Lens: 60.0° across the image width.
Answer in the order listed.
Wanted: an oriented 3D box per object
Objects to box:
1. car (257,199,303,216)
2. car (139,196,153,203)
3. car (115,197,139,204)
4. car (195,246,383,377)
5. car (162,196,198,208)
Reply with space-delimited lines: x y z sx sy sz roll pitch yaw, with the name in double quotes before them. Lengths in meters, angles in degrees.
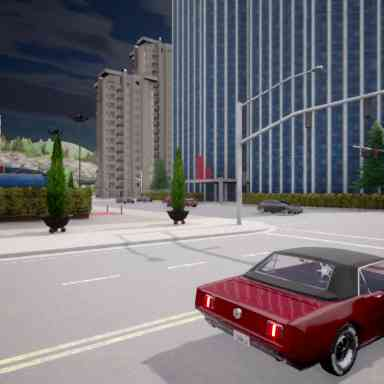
"car" 8.606 1.505 32.781 1.837 1.490 4.892 0 0 -36
"car" -10.155 1.511 70.722 2.128 1.511 4.902 0 0 -36
"car" -12.568 1.560 62.069 2.033 1.411 5.357 0 0 -36
"car" 2.459 1.601 5.564 4.718 1.301 1.895 0 0 -35
"car" -1.453 1.224 46.613 2.150 2.045 5.566 0 0 -36
